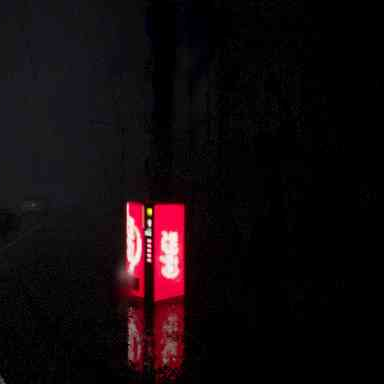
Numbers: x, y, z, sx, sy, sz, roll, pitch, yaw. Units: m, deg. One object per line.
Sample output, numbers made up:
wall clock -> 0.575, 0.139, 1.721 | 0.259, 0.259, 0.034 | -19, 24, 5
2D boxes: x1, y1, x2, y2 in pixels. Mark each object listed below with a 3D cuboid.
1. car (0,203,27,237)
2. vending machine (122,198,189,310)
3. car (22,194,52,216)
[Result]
car -> -10.501, 1.547, 17.704 | 2.033, 1.411, 5.357 | 0, 0, -18
vending machine -> -0.775, 1.195, 7.002 | 1.100, 2.100, 0.880 | 0, 0, -38
car -> -15.207, 1.226, 32.736 | 2.150, 2.045, 5.566 | 0, 0, -17
